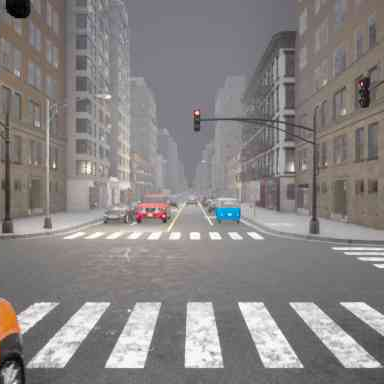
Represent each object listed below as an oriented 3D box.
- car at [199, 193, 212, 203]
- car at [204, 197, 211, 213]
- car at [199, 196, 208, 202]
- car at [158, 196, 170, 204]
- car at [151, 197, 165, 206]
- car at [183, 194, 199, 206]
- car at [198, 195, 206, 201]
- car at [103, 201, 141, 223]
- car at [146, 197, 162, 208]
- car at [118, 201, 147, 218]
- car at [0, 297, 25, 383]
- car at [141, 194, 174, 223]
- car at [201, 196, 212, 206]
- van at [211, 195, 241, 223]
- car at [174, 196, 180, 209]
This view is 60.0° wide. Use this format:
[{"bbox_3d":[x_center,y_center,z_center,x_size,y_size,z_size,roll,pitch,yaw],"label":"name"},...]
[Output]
[{"bbox_3d":[2.616,1.301,53.375,2.192,1.841,5.009,0,0,0],"label":"car"},{"bbox_3d":[2.622,1.577,36.331,1.802,1.307,4.206,0,0,0],"label":"car"},{"bbox_3d":[2.607,1.518,76.100,2.008,1.369,4.403,0,0,0],"label":"car"},{"bbox_3d":[-5.414,1.543,64.730,1.947,1.339,4.313,0,0,0],"label":"car"},{"bbox_3d":[-5.409,1.552,53.366,1.947,1.339,4.313,0,0,0],"label":"car"},{"bbox_3d":[-0.023,1.532,54.681,2.033,1.411,5.357,0,0,0],"label":"car"},{"bbox_3d":[2.602,1.524,87.463,1.947,1.339,4.313,0,0,0],"label":"car"},{"bbox_3d":[-5.399,1.548,24.957,2.008,1.369,4.403,0,0,0],"label":"car"},{"bbox_3d":[-5.407,1.516,47.515,1.752,1.417,4.829,0,0,0],"label":"car"},{"bbox_3d":[-5.401,1.541,30.638,1.887,1.381,4.507,0,0,0],"label":"car"},{"bbox_3d":[-2.753,1.351,1.488,2.097,1.767,4.553,0,0,0],"label":"car"},{"bbox_3d":[-2.858,1.216,25.634,2.150,2.045,5.566,0,0,0],"label":"car"},{"bbox_3d":[2.618,1.572,47.694,1.802,1.307,4.206,0,0,0],"label":"car"},{"bbox_3d":[2.626,1.338,24.969,1.690,1.788,3.998,0,0,0],"label":"van"},{"bbox_3d":[-2.860,1.592,45.337,1.895,1.301,4.718,0,0,0],"label":"car"}]
